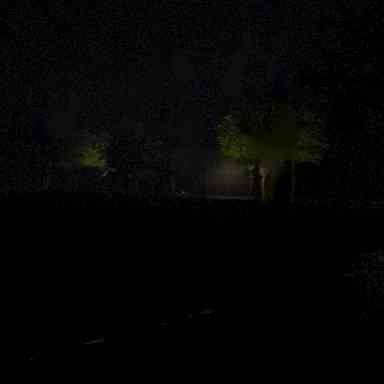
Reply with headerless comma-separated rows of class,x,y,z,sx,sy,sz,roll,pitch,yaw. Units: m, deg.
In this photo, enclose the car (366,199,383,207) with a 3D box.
car,29.522,1.734,50.996,1.895,1.301,4.718,0,2,-35
